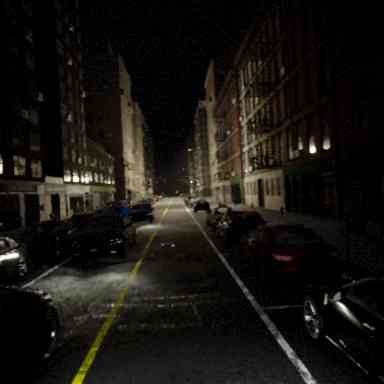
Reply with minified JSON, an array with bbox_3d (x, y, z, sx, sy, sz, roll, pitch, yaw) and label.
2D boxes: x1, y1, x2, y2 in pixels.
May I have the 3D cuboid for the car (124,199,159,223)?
[{"bbox_3d":[-4.054,1.693,27.356,1.882,1.535,5.008,-3,0,-3],"label":"car"}]

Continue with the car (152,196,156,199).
[{"bbox_3d":[-8.343,2.017,62.412,1.802,1.307,4.206,-3,0,-3],"label":"car"}]

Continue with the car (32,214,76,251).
[{"bbox_3d":[-5.933,1.891,13.758,1.947,1.339,4.313,-3,0,-3],"label":"car"}]

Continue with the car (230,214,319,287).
[{"bbox_3d":[2.340,1.449,8.741,1.802,1.307,4.206,-3,0,-3],"label":"car"}]

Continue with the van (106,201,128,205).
[{"bbox_3d":[-6.749,1.705,29.976,1.690,1.788,3.998,-3,0,-3],"label":"van"}]

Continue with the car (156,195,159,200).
[{"bbox_3d":[-8.880,2.005,73.225,2.008,1.369,4.403,-3,0,-3],"label":"car"}]

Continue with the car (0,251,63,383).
[{"bbox_3d":[-2.859,1.721,3.176,1.994,1.385,4.181,-3,0,-3],"label":"car"}]

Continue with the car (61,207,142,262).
[{"bbox_3d":[-3.389,1.661,13.505,1.882,1.535,5.008,-3,0,-3],"label":"car"}]

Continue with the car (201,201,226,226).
[{"bbox_3d":[1.792,1.420,19.722,1.752,1.417,4.829,-3,0,-3],"label":"car"}]

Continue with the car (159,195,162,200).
[{"bbox_3d":[-9.430,1.787,84.037,2.192,1.841,5.009,-3,0,-3],"label":"car"}]

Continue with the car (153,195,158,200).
[{"bbox_3d":[-8.612,1.996,67.819,2.008,1.369,4.403,-3,0,-3],"label":"car"}]

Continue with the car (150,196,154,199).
[{"bbox_3d":[-8.070,1.949,56.836,1.752,1.417,4.829,-3,0,-3],"label":"car"}]

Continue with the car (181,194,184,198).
[{"bbox_3d":[-0.887,1.536,73.783,1.752,1.417,4.829,-3,0,-3],"label":"car"}]

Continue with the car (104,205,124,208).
[{"bbox_3d":[-6.467,1.933,24.570,1.802,1.307,4.206,-3,0,-3],"label":"car"}]

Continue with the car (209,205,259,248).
[{"bbox_3d":[2.071,1.447,14.147,1.947,1.339,4.313,-3,0,-3],"label":"car"}]

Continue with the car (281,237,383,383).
[{"bbox_3d":[2.607,1.419,3.334,1.947,1.339,4.313,-3,0,-3],"label":"car"}]

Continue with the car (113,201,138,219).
[{"bbox_3d":[-7.011,1.816,35.382,1.967,1.590,4.097,-3,0,-3],"label":"car"}]

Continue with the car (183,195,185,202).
[{"bbox_3d":[-0.072,1.545,57.395,1.947,1.339,4.313,-3,0,-3],"label":"car"}]

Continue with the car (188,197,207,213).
[{"bbox_3d":[0.999,1.482,35.771,2.008,1.369,4.403,-3,0,-3],"label":"car"}]

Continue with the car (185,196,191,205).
[{"bbox_3d":[0.463,1.506,46.583,2.008,1.369,4.403,-3,0,-3],"label":"car"}]

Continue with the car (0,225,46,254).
[{"bbox_3d":[-5.666,1.862,8.352,2.008,1.369,4.403,-3,0,-3],"label":"car"}]
